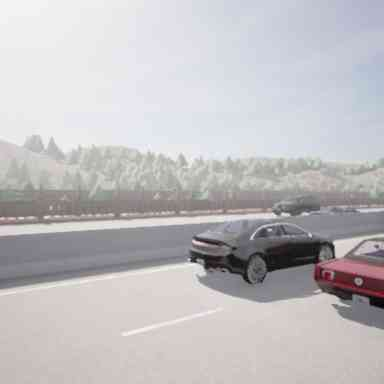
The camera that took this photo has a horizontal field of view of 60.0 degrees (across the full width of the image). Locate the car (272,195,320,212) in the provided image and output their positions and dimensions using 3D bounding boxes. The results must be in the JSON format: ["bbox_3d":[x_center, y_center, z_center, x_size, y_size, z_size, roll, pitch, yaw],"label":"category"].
[{"bbox_3d":[10.431,1.337,32.893,5.566,2.045,2.150,0,0,-35],"label":"car"}]

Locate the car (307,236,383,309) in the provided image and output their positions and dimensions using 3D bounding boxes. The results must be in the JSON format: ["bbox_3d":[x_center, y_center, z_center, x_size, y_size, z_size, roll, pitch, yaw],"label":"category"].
[{"bbox_3d":[4.802,1.629,7.169,4.718,1.301,1.895,0,0,-35],"label":"car"}]

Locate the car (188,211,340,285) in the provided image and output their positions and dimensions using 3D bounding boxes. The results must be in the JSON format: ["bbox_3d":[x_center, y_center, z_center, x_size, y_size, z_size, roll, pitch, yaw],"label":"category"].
[{"bbox_3d":[2.185,1.517,9.600,4.902,1.511,2.128,0,0,-36],"label":"car"}]

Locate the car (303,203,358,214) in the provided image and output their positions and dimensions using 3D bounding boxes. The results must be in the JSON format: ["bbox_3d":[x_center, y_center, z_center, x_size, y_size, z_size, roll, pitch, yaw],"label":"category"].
[{"bbox_3d":[10.593,1.693,24.417,4.718,1.301,1.895,0,0,-35],"label":"car"}]
